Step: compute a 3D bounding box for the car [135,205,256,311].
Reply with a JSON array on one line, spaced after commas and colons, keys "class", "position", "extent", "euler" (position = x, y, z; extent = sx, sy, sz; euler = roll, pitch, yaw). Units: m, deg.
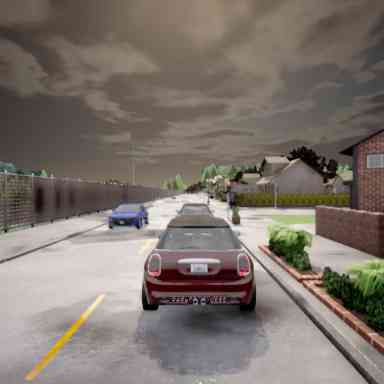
[{"class": "car", "position": [0.129, 1.350, 7.934], "extent": [2.097, 1.767, 4.553], "euler": [0, 0, 0]}]

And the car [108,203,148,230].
[{"class": "car", "position": [-3.943, 1.473, 21.337], "extent": [1.882, 1.535, 5.008], "euler": [0, 0, 1]}]

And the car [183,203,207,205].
[{"class": "car", "position": [0.171, 1.348, 17.631], "extent": [2.097, 1.767, 4.553], "euler": [0, 0, 0]}]
